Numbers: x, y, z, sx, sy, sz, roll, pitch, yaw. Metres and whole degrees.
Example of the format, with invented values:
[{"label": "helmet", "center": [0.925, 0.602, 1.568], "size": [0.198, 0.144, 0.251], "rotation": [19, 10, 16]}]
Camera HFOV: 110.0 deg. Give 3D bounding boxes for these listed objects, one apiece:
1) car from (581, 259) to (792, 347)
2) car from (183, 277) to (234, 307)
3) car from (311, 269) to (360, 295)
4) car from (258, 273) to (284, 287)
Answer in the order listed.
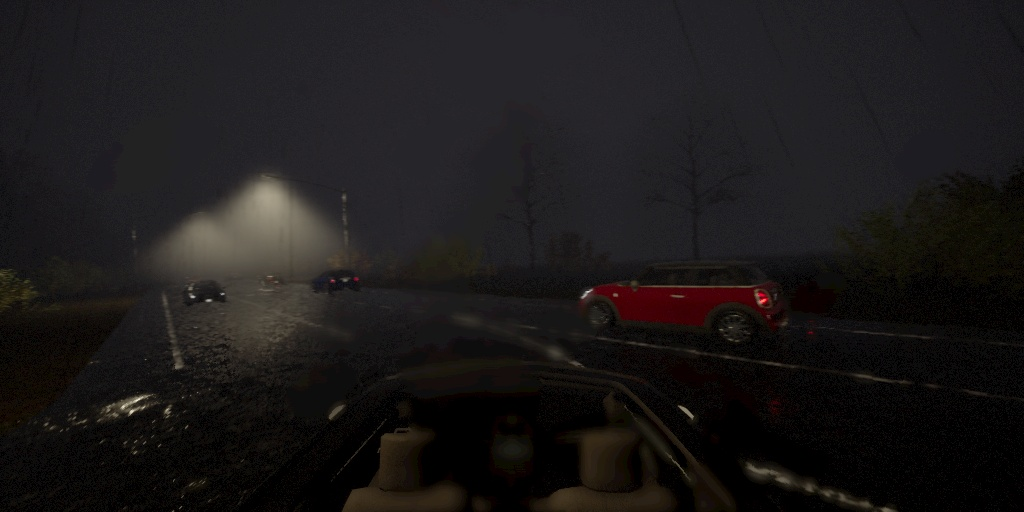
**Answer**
[{"label": "car", "center": [3.925, 0.920, 8.852], "size": [2.097, 1.767, 4.553], "rotation": [-3, 0, -44]}, {"label": "car", "center": [-19.552, 2.298, 22.756], "size": [2.033, 1.411, 5.357], "rotation": [-3, 0, -45]}, {"label": "car", "center": [-12.860, 1.773, 25.969], "size": [2.097, 1.767, 4.553], "rotation": [-3, 0, -45]}, {"label": "car", "center": [-27.419, 2.666, 40.805], "size": [1.837, 1.490, 4.892], "rotation": [-3, 0, -45]}]
